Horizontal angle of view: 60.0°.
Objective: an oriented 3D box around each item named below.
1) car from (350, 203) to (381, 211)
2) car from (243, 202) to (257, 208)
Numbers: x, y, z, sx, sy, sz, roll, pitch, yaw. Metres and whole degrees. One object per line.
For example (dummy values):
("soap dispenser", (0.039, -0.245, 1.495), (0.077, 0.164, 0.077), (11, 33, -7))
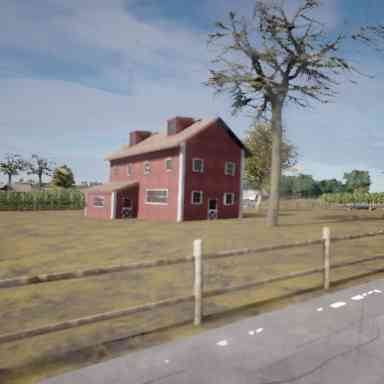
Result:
("car", (32.078, 2.788, 61.819), (2.033, 1.411, 5.357), (3, -4, -35))
("car", (14.576, 3.452, 86.314), (1.882, 1.535, 5.008), (3, -3, -35))
